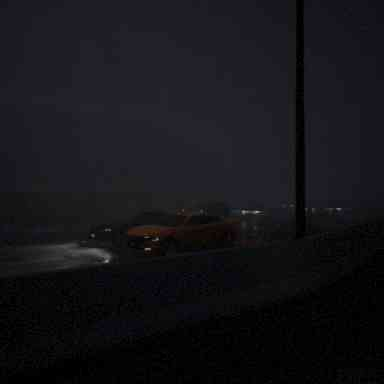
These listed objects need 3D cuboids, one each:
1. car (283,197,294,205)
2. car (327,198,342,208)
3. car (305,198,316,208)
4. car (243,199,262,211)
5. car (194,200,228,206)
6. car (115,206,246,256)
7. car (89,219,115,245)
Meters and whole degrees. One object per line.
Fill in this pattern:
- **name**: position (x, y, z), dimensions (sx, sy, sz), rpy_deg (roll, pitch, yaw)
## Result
- **car**: position (18.032, 1.712, 61.953), dimensions (2.033, 1.411, 5.357), rpy_deg (0, 0, 19)
- **car**: position (21.347, 1.668, 50.003), dimensions (2.033, 1.411, 5.357), rpy_deg (0, 0, 19)
- **car**: position (18.041, 1.678, 51.177), dimensions (2.033, 1.411, 5.357), rpy_deg (0, 0, 19)
- **car**: position (7.997, 1.652, 43.748), dimensions (1.812, 1.442, 4.674), rpy_deg (0, 0, 21)
- **car**: position (1.090, 1.431, 24.843), dimensions (2.097, 1.767, 4.553), rpy_deg (0, 0, 38)
- **car**: position (-0.256, 1.522, 13.230), dimensions (5.008, 1.535, 1.882), rpy_deg (0, 0, -44)
- **car**: position (-2.546, 1.583, 15.836), dimensions (4.674, 1.442, 1.812), rpy_deg (0, 0, -44)
